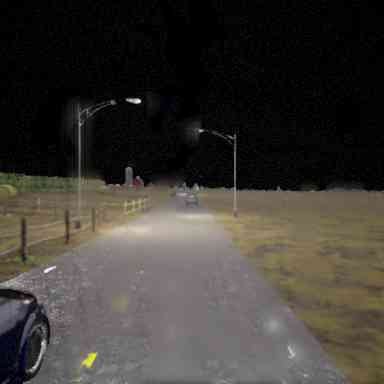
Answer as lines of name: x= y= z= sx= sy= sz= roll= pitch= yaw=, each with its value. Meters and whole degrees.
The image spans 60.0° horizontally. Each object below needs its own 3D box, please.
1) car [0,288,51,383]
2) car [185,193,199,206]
car: x=-2.831 y=1.562 z=2.649 sx=1.994 sy=1.385 sz=4.181 roll=0 pitch=0 yaw=0
car: x=-0.013 y=1.308 z=51.514 sx=2.128 sy=1.511 sz=4.902 roll=0 pitch=1 yaw=0
